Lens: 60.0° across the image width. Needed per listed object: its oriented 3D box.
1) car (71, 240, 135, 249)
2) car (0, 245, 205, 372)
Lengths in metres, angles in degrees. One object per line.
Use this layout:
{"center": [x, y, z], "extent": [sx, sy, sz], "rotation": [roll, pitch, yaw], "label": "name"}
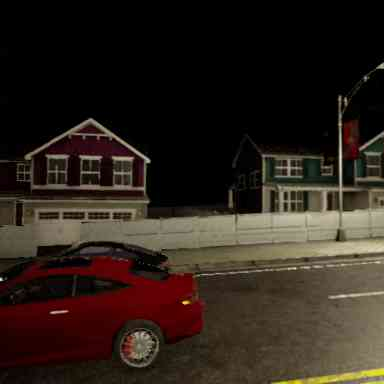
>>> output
{"center": [-2.553, 1.940, 8.367], "extent": [4.181, 1.385, 1.994], "rotation": [-2, -2, -10], "label": "car"}
{"center": [-2.141, 1.783, 5.143], "extent": [4.674, 1.442, 1.812], "rotation": [-2, -2, -10], "label": "car"}
